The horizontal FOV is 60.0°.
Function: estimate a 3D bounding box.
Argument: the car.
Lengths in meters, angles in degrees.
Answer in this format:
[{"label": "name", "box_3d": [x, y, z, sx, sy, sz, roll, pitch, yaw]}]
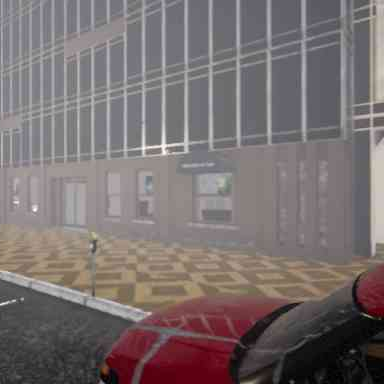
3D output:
[{"label": "car", "box_3d": [1.592, 1.316, 1.744, 5.009, 1.841, 2.192, 0, 0, 36]}]
